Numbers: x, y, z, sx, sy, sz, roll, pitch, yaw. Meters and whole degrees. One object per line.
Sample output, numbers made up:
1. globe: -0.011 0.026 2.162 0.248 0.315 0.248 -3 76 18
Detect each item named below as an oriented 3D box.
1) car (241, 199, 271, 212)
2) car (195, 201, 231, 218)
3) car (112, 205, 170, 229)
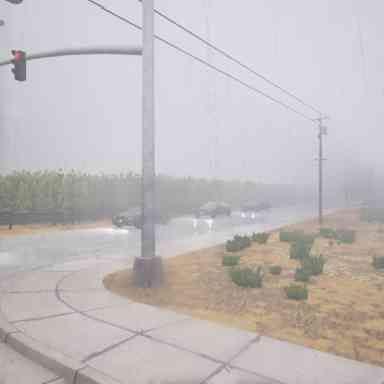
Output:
1. car: 7.684 1.582 39.351 2.033 1.411 5.357 0 0 33
2. car: 2.040 1.561 30.580 1.812 1.442 4.674 0 0 33
3. car: -3.335 1.599 22.265 1.994 1.385 4.181 0 0 33
